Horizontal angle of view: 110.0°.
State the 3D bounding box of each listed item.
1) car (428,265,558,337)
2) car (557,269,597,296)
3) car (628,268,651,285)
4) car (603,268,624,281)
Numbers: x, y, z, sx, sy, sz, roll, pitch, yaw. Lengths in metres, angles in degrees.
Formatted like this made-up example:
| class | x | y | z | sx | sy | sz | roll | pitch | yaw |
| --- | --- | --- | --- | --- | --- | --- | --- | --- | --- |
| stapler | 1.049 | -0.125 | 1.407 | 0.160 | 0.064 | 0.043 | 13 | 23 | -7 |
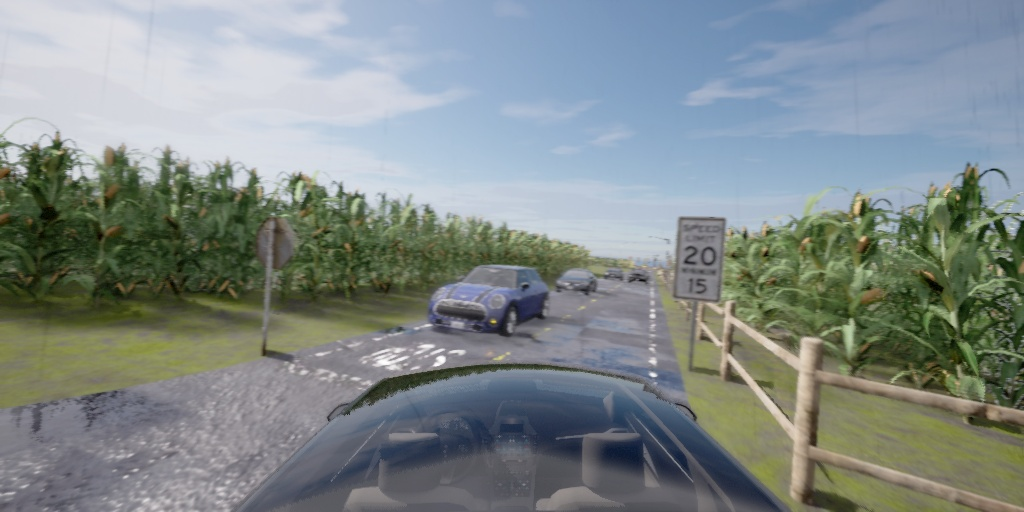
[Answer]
| class | x | y | z | sx | sy | sz | roll | pitch | yaw |
| --- | --- | --- | --- | --- | --- | --- | --- | --- | --- |
| car | -0.409 | 1.048 | 10.342 | 2.097 | 1.767 | 4.553 | 4 | 0 | 21 |
| car | 4.019 | 1.511 | 21.735 | 1.812 | 1.442 | 4.674 | 4 | 1 | 21 |
| car | 13.017 | 2.107 | 36.835 | 1.837 | 1.490 | 4.892 | 4 | 0 | 22 |
| car | 11.935 | 2.080 | 41.789 | 1.994 | 1.385 | 4.181 | 4 | 0 | 22 |
